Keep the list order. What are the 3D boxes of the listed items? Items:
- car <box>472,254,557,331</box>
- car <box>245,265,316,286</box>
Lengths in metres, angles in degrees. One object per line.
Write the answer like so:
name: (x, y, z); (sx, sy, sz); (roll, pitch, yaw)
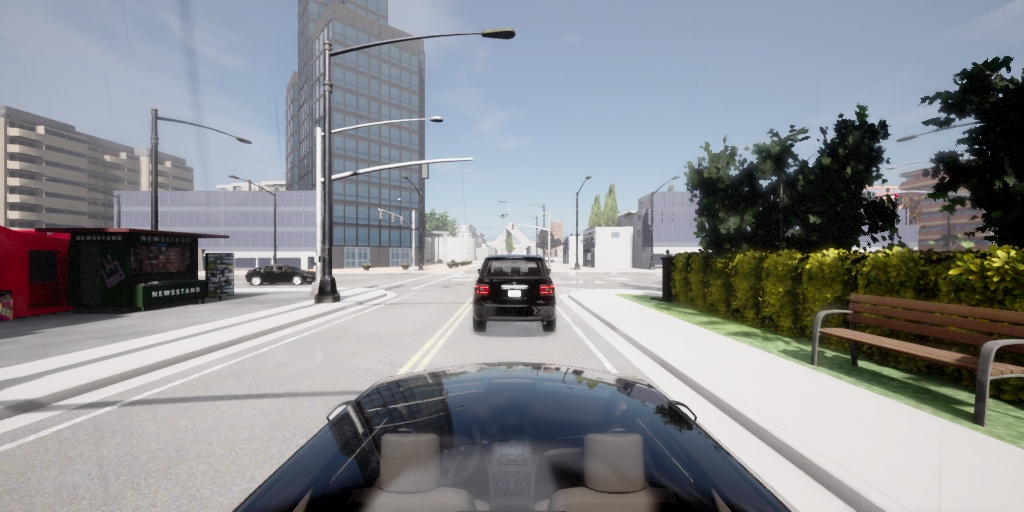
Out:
car: (0.075, 0.971, 11.079); (2.150, 2.045, 5.566); (0, 0, 0)
car: (-16.638, 1.362, 26.173); (4.892, 1.490, 1.837); (-1, 0, 0)
